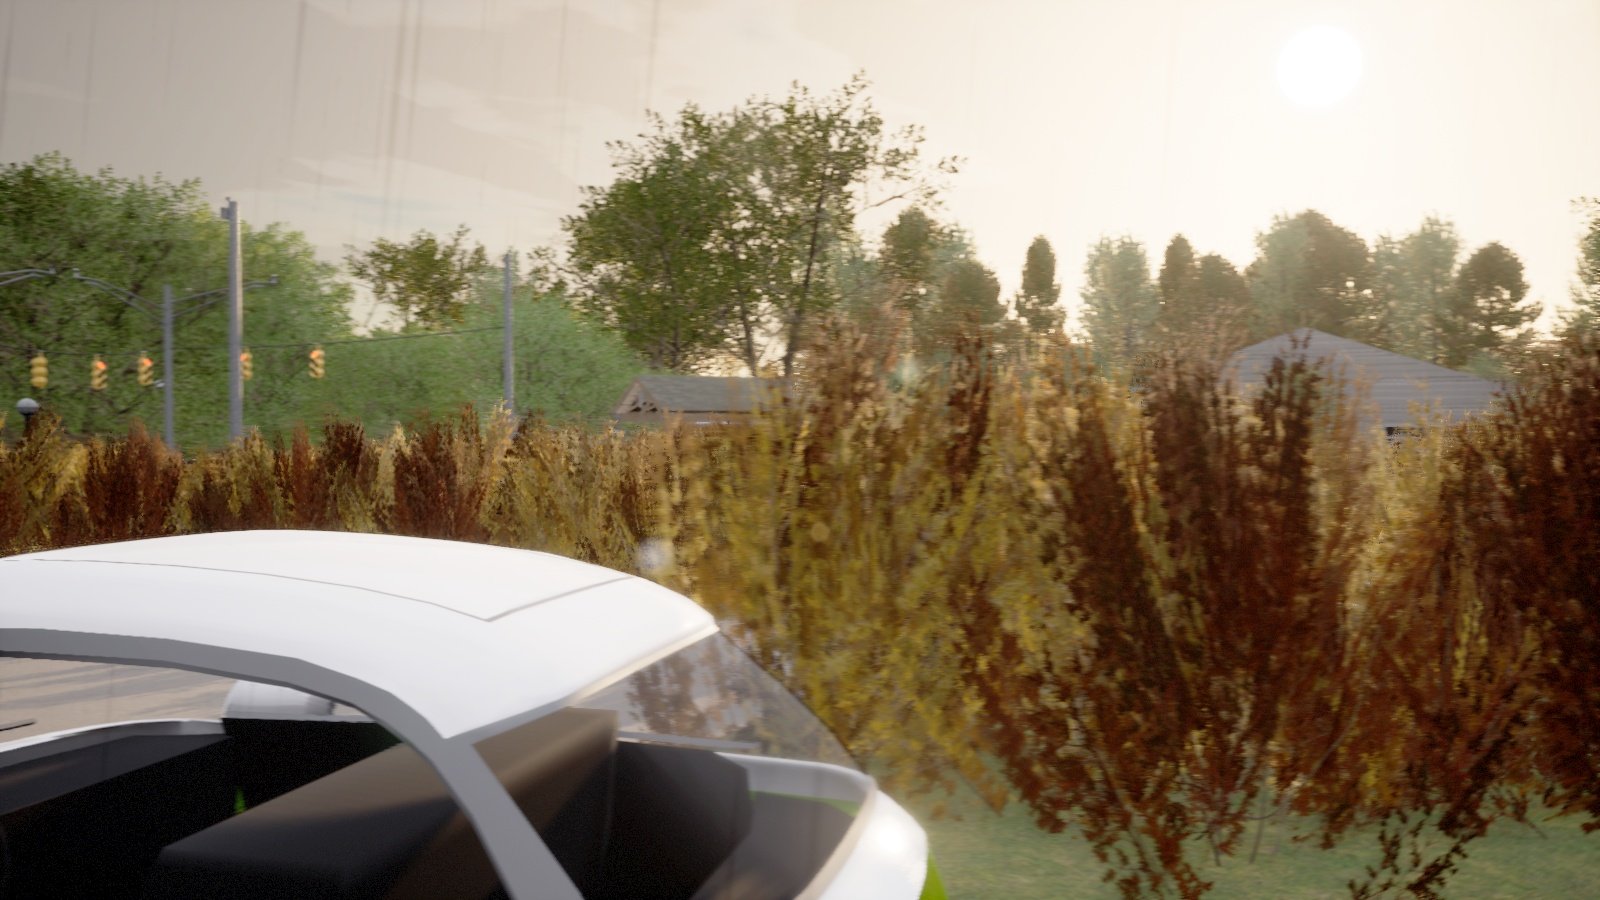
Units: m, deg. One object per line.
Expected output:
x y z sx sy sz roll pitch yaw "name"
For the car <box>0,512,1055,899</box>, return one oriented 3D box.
-0.746 0.836 2.015 2.207 1.376 1.481 -1 1 14 "car"
